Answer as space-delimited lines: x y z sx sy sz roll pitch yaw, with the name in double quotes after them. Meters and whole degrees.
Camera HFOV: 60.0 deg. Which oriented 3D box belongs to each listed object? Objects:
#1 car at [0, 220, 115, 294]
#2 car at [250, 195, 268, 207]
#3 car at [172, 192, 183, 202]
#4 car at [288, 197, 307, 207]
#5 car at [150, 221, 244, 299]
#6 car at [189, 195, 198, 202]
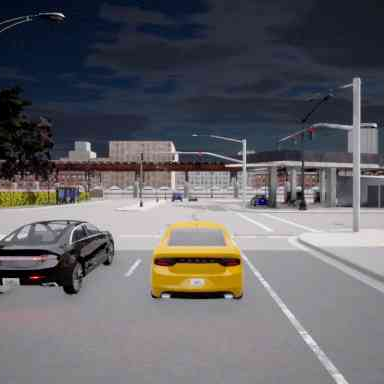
-3.387 1.474 8.702 2.128 1.511 4.902 0 0 0 "car"
9.880 1.254 48.740 2.242 1.667 4.611 0 0 1 "car"
-3.243 1.122 74.060 2.150 2.045 5.566 0 0 0 "car"
15.627 1.426 49.483 1.970 1.475 3.806 0 0 1 "car"
0.111 1.468 8.481 1.882 1.535 5.008 0 0 0 "car"
0.254 1.446 73.449 1.994 1.385 4.181 0 0 0 "car"
